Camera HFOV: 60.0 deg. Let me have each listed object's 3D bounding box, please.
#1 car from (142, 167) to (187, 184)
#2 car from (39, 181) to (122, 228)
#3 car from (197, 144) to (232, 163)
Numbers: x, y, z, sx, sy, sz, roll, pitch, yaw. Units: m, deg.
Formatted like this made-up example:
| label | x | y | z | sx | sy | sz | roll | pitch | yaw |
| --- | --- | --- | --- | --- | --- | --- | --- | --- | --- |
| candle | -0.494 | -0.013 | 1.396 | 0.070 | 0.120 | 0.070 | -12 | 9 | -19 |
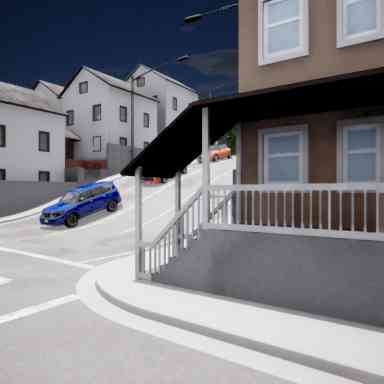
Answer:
| label | x | y | z | sx | sy | sz | roll | pitch | yaw |
| --- | --- | --- | --- | --- | --- | --- | --- | --- | --- |
| car | -2.429 | -2.002 | 28.712 | 2.097 | 1.767 | 4.553 | 0 | 18 | 35 |
| car | -7.147 | 0.727 | 21.784 | 2.150 | 2.045 | 5.566 | 0 | 14 | 34 |
| car | 2.378 | -4.222 | 35.659 | 2.097 | 1.767 | 4.553 | 0 | 11 | 35 |
